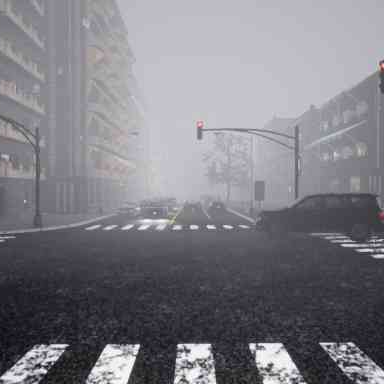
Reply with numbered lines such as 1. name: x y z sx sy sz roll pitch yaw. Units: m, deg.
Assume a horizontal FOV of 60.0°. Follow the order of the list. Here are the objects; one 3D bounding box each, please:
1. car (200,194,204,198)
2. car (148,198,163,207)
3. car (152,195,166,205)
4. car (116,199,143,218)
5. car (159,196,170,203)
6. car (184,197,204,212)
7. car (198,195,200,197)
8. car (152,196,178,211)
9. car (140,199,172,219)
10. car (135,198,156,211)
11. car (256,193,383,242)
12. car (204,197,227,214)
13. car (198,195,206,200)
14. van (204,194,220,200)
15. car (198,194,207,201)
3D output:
1. car: 2.682 1.420 52.308 1.967 1.590 4.097 0 0 0
2. car: -5.698 1.562 52.314 1.802 1.307 4.206 0 0 0
3. car: -5.700 1.417 57.847 1.967 1.590 4.097 0 0 0
4. car: -5.696 1.542 30.180 2.008 1.369 4.403 0 0 0
5. car: -5.699 1.551 68.915 1.802 1.307 4.206 0 0 0
6. car: 0.079 1.588 38.083 1.895 1.301 4.718 0 0 0
7. car: 2.679 1.280 74.441 2.192 1.841 5.009 0 0 0
8. car: -3.103 1.535 38.689 2.033 1.411 5.357 0 0 0
9. car: -3.112 1.556 29.341 1.994 1.385 4.181 0 0 -1
10. car: -5.697 1.531 41.247 1.887 1.381 4.507 0 0 0
11. car: 5.732 1.078 15.176 5.566 2.045 2.150 -1 1 14
12. car: 2.684 1.555 35.707 1.947 1.339 4.313 0 0 0
13. car: 2.679 1.495 91.041 1.887 1.381 4.507 0 0 0
14. van: 2.682 1.327 41.240 1.690 1.788 3.998 0 0 0
15. car: 2.678 1.396 85.508 1.967 1.590 4.097 0 0 0
